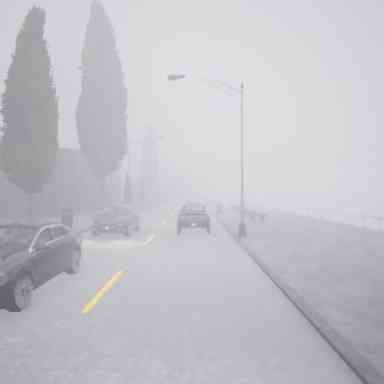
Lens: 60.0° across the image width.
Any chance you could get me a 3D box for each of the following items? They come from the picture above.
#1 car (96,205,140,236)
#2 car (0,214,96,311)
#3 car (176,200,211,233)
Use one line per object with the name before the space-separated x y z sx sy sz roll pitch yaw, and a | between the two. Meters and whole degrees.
car | -4.068 1.504 18.402 1.837 1.490 4.892 0 0 0
car | -4.096 1.492 7.809 2.128 1.511 4.902 0 0 0
car | 0.099 1.490 19.786 2.128 1.511 4.902 0 0 0
